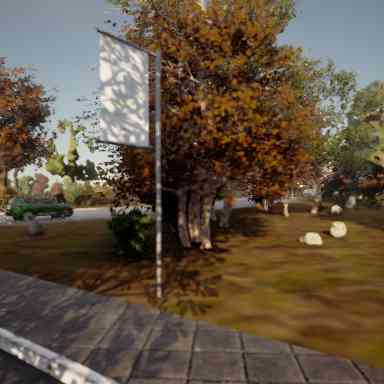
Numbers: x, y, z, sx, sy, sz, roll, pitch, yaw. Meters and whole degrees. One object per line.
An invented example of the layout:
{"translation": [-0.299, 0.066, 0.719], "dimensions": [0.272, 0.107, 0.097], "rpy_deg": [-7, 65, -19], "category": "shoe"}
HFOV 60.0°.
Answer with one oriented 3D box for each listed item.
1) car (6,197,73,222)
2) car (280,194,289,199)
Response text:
{"translation": [-13.445, 1.436, 29.642], "dimensions": [2.150, 2.045, 5.566], "rpy_deg": [-1, 0, 39], "category": "car"}
{"translation": [25.241, 1.401, 91.628], "dimensions": [1.837, 1.490, 4.892], "rpy_deg": [-1, 0, 19], "category": "car"}
